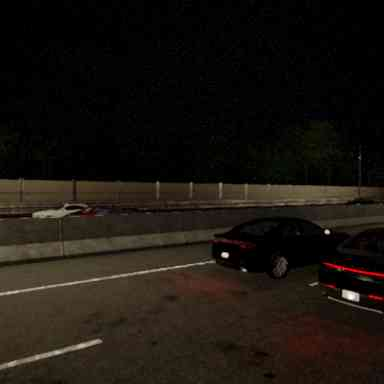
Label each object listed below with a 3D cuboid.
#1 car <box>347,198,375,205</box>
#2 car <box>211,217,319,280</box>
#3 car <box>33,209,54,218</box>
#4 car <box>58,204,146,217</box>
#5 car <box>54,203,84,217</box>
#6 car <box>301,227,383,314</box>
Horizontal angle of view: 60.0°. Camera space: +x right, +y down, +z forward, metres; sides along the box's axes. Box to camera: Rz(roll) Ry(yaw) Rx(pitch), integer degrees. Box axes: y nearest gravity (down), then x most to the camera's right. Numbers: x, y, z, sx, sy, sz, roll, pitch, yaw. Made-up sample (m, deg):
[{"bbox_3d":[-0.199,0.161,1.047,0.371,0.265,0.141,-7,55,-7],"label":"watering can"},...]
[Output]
[{"bbox_3d":[23.647,1.568,46.597,5.008,1.535,1.882,0,0,-35],"label":"car"},{"bbox_3d":[2.876,1.494,10.092,5.008,1.535,1.882,0,0,-35],"label":"car"},{"bbox_3d":[-8.726,1.541,23.560,4.674,1.442,1.812,0,0,-35],"label":"car"},{"bbox_3d":[-4.144,1.564,18.230,5.357,1.411,2.033,0,0,-35],"label":"car"},{"bbox_3d":[-6.162,1.580,21.089,4.181,1.385,1.994,0,0,-35],"label":"car"},{"bbox_3d":[4.679,1.520,7.079,4.892,1.490,1.837,0,0,-35],"label":"car"}]
